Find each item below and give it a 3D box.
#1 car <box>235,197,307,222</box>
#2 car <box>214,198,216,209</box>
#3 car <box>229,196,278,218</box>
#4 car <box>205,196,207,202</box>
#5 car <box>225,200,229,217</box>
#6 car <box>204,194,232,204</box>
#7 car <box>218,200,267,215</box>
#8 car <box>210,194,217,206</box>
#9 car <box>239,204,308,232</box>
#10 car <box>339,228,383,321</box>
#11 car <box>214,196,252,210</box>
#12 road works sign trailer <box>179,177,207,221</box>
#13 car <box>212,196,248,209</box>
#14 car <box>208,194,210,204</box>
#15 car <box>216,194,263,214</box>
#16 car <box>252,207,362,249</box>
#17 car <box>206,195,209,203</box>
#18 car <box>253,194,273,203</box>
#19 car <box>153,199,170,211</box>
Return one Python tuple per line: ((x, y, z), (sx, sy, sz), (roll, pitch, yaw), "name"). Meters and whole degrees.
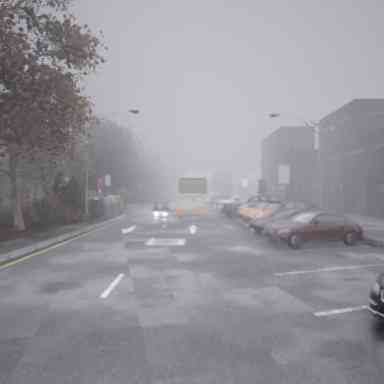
((5.386, 1.412, 20.654), (4.553, 1.767, 2.185), (1, 0, -20), "car")
((5.240, 1.575, 32.587), (5.366, 1.575, 1.946), (1, 0, -20), "car")
((5.400, 1.422, 23.655), (4.553, 1.767, 2.185), (1, 0, -20), "car")
((5.382, 1.758, 65.625), (5.366, 1.575, 1.946), (1, 0, -20), "car")
((5.379, 1.597, 26.651), (4.674, 1.452, 2.002), (1, -1, -20), "car")
((5.587, 1.549, 71.719), (5.566, 2.045, 2.435), (1, -1, -20), "car")
((5.403, 1.624, 35.644), (4.792, 1.488, 2.163), (1, 0, -20), "car")
((5.425, 1.356, 38.647), (5.566, 2.045, 2.435), (1, 0, -20), "car")
((5.313, 1.557, 17.633), (4.792, 1.488, 2.163), (1, 0, -20), "car")
((5.317, 1.500, 5.641), (4.892, 1.521, 2.231), (1, 0, -20), "car")
((5.449, 1.513, 44.660), (4.553, 1.767, 2.185), (1, -1, -20), "car")
((0.066, 0.543, 28.379), (2.380, 3.560, 2.880), (0, 0, 0), "road works sign trailer")
((5.464, 1.529, 47.661), (4.553, 1.767, 2.185), (1, -1, -20), "car")
((5.557, 1.565, 53.678), (4.553, 1.767, 2.185), (1, 0, -20), "car")
((5.388, 1.317, 29.630), (5.566, 2.045, 2.435), (1, 0, -20), "car")
((5.332, 1.560, 14.642), (4.674, 1.452, 2.002), (1, 0, -20), "car")
((5.526, 1.708, 56.680), (5.008, 1.535, 2.097), (1, -1, -20), "car")
((18.594, 1.656, 87.677), (2.435, 2.045, 5.566), (0, 0, -21), "car")
((-3.964, 1.638, 43.487), (2.128, 1.511, 4.902), (0, 0, 0), "car")
